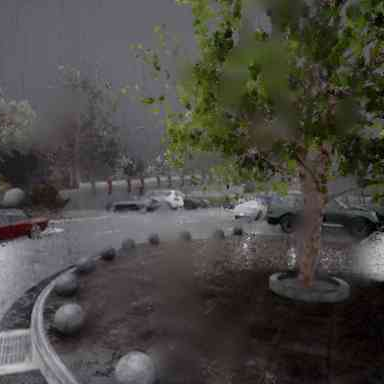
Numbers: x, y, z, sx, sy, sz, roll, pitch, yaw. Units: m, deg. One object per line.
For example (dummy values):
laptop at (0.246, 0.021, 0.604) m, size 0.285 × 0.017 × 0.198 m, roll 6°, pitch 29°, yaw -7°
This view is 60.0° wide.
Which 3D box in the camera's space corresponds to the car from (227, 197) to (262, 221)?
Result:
car at (4.801, 1.325, 25.102) m, size 1.812 × 1.442 × 4.674 m, roll 1°, pitch 1°, yaw 35°

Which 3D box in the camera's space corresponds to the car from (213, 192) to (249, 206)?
car at (5.232, 0.950, 44.697) m, size 4.553 × 1.767 × 2.185 m, roll 0°, pitch 0°, yaw 16°

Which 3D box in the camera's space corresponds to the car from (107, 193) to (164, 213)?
car at (-5.338, 1.099, 29.938) m, size 4.792 × 1.488 × 2.163 m, roll 0°, pitch 0°, yaw 16°

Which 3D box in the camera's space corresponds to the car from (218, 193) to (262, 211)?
car at (5.054, 1.179, 34.394) m, size 1.882 × 1.535 × 5.008 m, roll 1°, pitch 1°, yaw 36°

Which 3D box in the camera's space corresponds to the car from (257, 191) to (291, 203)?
car at (13.991, 0.826, 57.019) m, size 5.566 × 2.045 × 2.435 m, roll 0°, pitch 0°, yaw 16°

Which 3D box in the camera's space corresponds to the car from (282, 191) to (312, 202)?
car at (20.996, 0.827, 66.879) m, size 5.566 × 2.045 × 2.435 m, roll 0°, pitch 0°, yaw 15°

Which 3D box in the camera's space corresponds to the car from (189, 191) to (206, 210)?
car at (-1.777, 0.821, 34.872) m, size 5.566 × 2.045 × 2.435 m, roll 0°, pitch 0°, yaw 15°

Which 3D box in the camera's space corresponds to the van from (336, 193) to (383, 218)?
van at (15.412, 1.184, 29.645) m, size 4.442 × 1.987 × 1.878 m, roll 2°, pitch 1°, yaw 15°

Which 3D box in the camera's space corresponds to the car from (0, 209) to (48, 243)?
car at (-7.600, 1.338, 12.670) m, size 1.895 × 1.301 × 4.718 m, roll 1°, pitch 1°, yaw 8°

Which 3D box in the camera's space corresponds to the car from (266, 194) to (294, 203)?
car at (15.717, 1.079, 59.481) m, size 4.892 × 1.521 × 2.231 m, roll 0°, pitch 0°, yaw 16°

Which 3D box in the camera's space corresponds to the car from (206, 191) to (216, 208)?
car at (-0.084, 0.947, 37.347) m, size 4.553 × 1.767 × 2.185 m, roll 0°, pitch 0°, yaw 15°

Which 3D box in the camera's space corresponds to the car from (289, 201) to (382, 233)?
car at (8.404, 1.430, 20.023) m, size 4.792 × 1.488 × 2.163 m, roll 2°, pitch 1°, yaw 15°

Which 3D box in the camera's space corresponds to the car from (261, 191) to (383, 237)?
car at (6.751, 1.149, 17.619) m, size 5.566 × 2.045 × 2.435 m, roll 2°, pitch 1°, yaw 16°

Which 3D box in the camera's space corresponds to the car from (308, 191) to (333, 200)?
car at (31.449, 0.828, 81.658) m, size 5.566 × 2.045 × 2.435 m, roll 0°, pitch 0°, yaw 15°

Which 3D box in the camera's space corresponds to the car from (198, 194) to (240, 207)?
car at (3.443, 1.076, 42.263) m, size 4.892 × 1.521 × 2.231 m, roll 0°, pitch 0°, yaw 15°

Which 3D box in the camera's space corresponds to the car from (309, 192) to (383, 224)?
car at (11.841, 1.151, 24.851) m, size 5.566 × 2.045 × 2.435 m, roll 2°, pitch 1°, yaw 15°

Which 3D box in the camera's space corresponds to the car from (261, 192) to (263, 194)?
car at (8.734, 1.106, 49.635) m, size 4.792 × 1.488 × 2.163 m, roll 0°, pitch 0°, yaw 15°

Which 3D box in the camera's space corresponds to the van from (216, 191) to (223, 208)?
van at (1.585, 0.848, 39.820) m, size 4.442 × 1.987 × 1.878 m, roll 0°, pitch 0°, yaw 15°

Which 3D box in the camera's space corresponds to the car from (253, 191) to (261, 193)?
car at (6.981, 0.951, 47.171) m, size 4.553 × 1.767 × 2.185 m, roll 0°, pitch 0°, yaw 15°

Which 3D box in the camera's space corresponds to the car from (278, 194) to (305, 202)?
car at (19.244, 1.108, 64.415) m, size 4.792 × 1.488 × 2.163 m, roll 0°, pitch 0°, yaw 15°

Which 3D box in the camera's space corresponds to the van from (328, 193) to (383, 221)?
van at (13.696, 1.182, 27.234) m, size 4.442 × 1.987 × 1.878 m, roll 2°, pitch 1°, yaw 15°

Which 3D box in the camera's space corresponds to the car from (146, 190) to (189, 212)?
car at (-3.585, 0.819, 32.402) m, size 5.566 × 2.045 × 2.435 m, roll 0°, pitch 0°, yaw 15°

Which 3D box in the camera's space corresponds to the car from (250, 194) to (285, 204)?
car at (12.387, 1.075, 54.524) m, size 5.366 × 1.575 × 1.946 m, roll 0°, pitch 0°, yaw 15°

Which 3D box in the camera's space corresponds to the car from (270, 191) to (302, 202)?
car at (17.434, 0.826, 61.967) m, size 5.566 × 2.045 × 2.435 m, roll 0°, pitch 0°, yaw 15°
